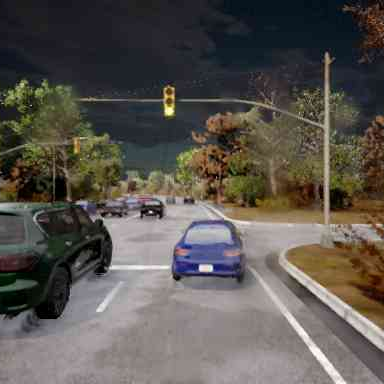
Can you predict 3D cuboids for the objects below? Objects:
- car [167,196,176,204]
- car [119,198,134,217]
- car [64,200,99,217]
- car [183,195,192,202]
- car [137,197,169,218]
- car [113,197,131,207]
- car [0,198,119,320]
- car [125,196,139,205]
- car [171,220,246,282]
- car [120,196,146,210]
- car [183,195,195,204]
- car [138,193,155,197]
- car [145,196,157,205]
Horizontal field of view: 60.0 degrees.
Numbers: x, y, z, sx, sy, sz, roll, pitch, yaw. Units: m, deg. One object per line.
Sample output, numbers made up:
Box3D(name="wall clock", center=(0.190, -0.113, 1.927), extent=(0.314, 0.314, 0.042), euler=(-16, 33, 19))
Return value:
Box3D(name="car", center=(-4.047, 1.491, 62.497), extent=(2.128, 1.511, 4.902), euler=(0, 0, -2))
Box3D(name="car", center=(-7.078, 1.547, 30.992), extent=(2.033, 1.411, 5.357), euler=(0, 0, -1))
Box3D(name="car", center=(-10.612, 1.526, 32.277), extent=(1.812, 1.442, 4.674), euler=(0, 0, 0))
Box3D(name="car", center=(-1.038, 1.431, 72.741), extent=(1.812, 1.442, 4.674), euler=(0, 0, -3))
Box3D(name="car", center=(-3.409, 1.477, 29.811), extent=(1.882, 1.535, 5.008), euler=(0, 0, 0))
Box3D(name="car", center=(-10.772, 1.526, 51.218), extent=(1.812, 1.442, 4.674), euler=(0, 0, -1))
Box3D(name="car", center=(-3.402, 1.221, 7.443), extent=(2.150, 2.045, 5.566), euler=(0, 0, 0))
Box3D(name="car", center=(-11.014, 1.505, 61.478), extent=(1.837, 1.490, 4.892), euler=(0, 0, -2))
Box3D(name="car", center=(0.575, 1.526, 9.676), extent=(1.812, 1.442, 4.674), euler=(0, 0, 7))
Box3D(name="car", center=(-7.164, 1.526, 40.452), extent=(1.812, 1.442, 4.674), euler=(0, 0, 0))
Box3D(name="car", center=(-0.548, 1.477, 62.595), extent=(1.882, 1.535, 5.008), euler=(0, 0, -2))
Box3D(name="car", center=(-7.270, 1.221, 50.929), extent=(2.150, 2.045, 5.566), euler=(0, 0, 0))
Box3D(name="car", center=(-7.522, 1.477, 61.406), extent=(1.882, 1.535, 5.008), euler=(0, 0, -1))
